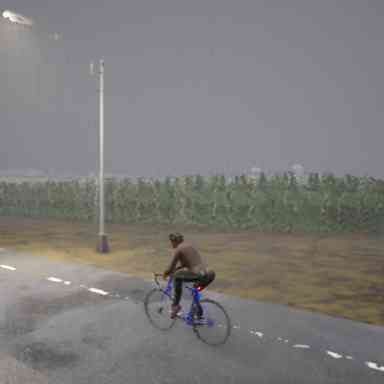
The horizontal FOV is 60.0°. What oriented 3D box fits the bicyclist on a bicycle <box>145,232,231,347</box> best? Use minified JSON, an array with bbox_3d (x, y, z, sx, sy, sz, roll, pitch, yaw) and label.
[{"bbox_3d":[-0.125,1.460,5.148,1.656,1.620,0.582,0,0,36],"label":"bicyclist on a bicycle"}]
